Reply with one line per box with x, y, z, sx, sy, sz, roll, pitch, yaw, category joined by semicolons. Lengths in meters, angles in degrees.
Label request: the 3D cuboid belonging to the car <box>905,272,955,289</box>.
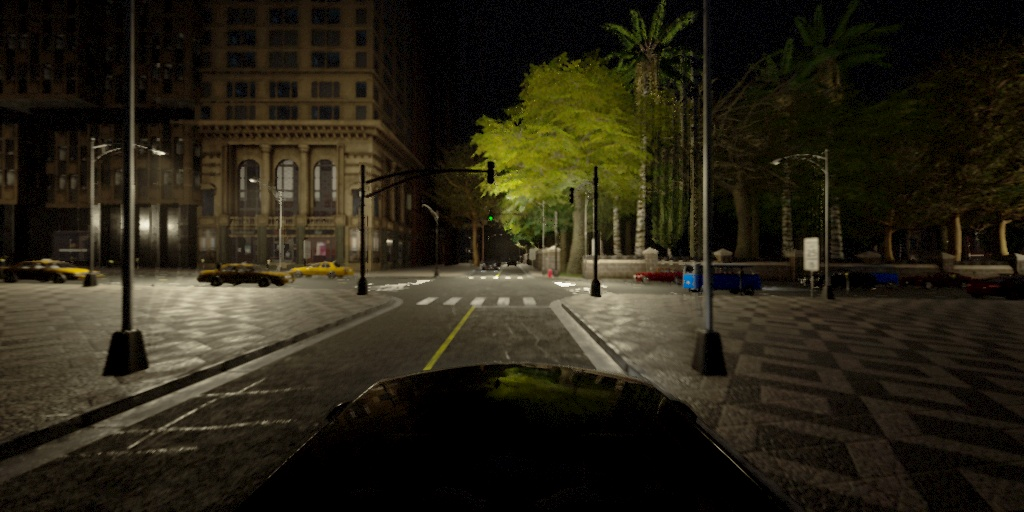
33.976;1.928;28.800;4.507;1.381;1.888;0;0;0;car

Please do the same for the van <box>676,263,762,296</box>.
11.864;1.309;20.352;3.998;1.789;1.690;0;0;0;van

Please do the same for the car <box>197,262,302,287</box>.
-15.053;1.043;20.447;4.829;1.417;1.751;0;0;0;car

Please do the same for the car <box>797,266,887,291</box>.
23.644;1.688;26.173;4.902;1.511;2.128;1;0;0;car

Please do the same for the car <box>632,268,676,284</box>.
11.883;1.598;28.877;4.207;1.307;1.802;0;0;0;car

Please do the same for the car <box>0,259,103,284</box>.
-26.394;0.857;20.487;4.829;1.417;1.751;0;0;0;car

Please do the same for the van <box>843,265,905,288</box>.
28.453;1.632;28.819;3.998;1.789;1.690;0;0;0;van

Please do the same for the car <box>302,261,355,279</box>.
-15.373;1.090;28.973;4.829;1.417;1.751;0;0;0;car

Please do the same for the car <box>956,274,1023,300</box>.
28.434;1.826;20.293;4.207;1.307;1.802;0;0;0;car

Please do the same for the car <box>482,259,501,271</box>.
-3.074;1.179;50.995;2.097;1.767;4.553;0;0;0;car
